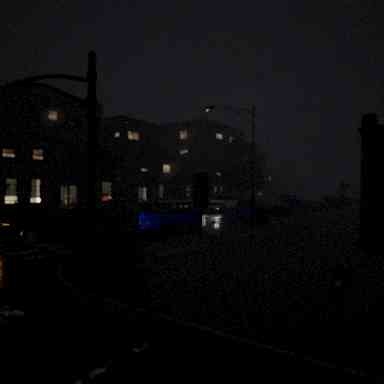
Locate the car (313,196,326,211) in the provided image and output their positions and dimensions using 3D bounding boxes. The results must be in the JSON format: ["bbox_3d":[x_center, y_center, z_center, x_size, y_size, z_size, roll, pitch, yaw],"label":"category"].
[{"bbox_3d":[14.786,1.589,41.146,1.752,1.417,4.829,1,0,35],"label":"car"}]

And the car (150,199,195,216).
[{"bbox_3d":[-1.774,1.419,32.137,1.752,1.417,4.829,1,0,35],"label":"car"}]

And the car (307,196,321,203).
[{"bbox_3d":[26.774,1.586,72.814,1.752,1.417,4.829,1,0,35],"label":"car"}]

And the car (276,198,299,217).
[{"bbox_3d":[8.343,1.574,31.967,1.887,1.381,4.507,1,0,35],"label":"car"}]

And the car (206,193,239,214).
[{"bbox_3d":[3.208,1.166,34.713,2.150,2.045,5.566,1,0,35],"label":"car"}]

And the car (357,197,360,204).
[{"bbox_3d":[33.720,1.726,68.125,1.887,1.381,4.507,1,0,35],"label":"car"}]

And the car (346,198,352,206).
[{"bbox_3d":[24.207,1.434,54.566,2.192,1.841,5.009,1,0,35],"label":"car"}]

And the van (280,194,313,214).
[{"bbox_3d":[11.518,1.387,36.486,1.690,1.788,3.998,1,0,35],"label":"van"}]

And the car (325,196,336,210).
[{"bbox_3d":[17.859,1.647,45.526,1.947,1.339,4.313,1,0,35],"label":"car"}]

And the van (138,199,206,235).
[{"bbox_3d":[-1.170,1.326,18.407,1.690,1.788,3.998,1,0,35],"label":"van"}]

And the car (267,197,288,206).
[{"bbox_3d":[14.184,1.524,54.875,1.887,1.381,4.507,1,0,35],"label":"car"}]

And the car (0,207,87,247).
[{"bbox_3d":[-6.665,1.413,14.967,1.882,1.535,5.008,0,0,26],"label":"car"}]

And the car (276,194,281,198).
[{"bbox_3d":[14.067,1.332,50.017,2.150,2.045,5.566,1,0,35],"label":"car"}]

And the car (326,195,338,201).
[{"bbox_3d":[36.388,1.569,86.512,1.967,1.590,4.097,1,0,35],"label":"car"}]

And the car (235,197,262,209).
[{"bbox_3d":[7.840,1.488,45.836,1.887,1.381,4.507,1,0,35],"label":"car"}]

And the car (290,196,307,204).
[{"bbox_3d":[20.528,1.564,63.914,1.887,1.381,4.507,1,0,35],"label":"car"}]

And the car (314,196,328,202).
[{"bbox_3d":[30.043,1.649,77.474,1.947,1.339,4.313,1,0,35],"label":"car"}]

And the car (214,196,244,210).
[{"bbox_3d":[4.669,1.367,41.316,1.967,1.590,4.097,1,0,35],"label":"car"}]

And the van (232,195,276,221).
[{"bbox_3d":[5.174,1.355,27.447,1.690,1.788,3.998,1,0,35],"label":"van"}]

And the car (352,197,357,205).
[{"bbox_3d":[27.474,1.664,59.225,1.752,1.417,4.829,1,0,35],"label":"car"}]

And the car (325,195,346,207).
[{"bbox_3d":[21.035,1.414,50.046,2.192,1.841,5.009,1,0,35],"label":"car"}]
